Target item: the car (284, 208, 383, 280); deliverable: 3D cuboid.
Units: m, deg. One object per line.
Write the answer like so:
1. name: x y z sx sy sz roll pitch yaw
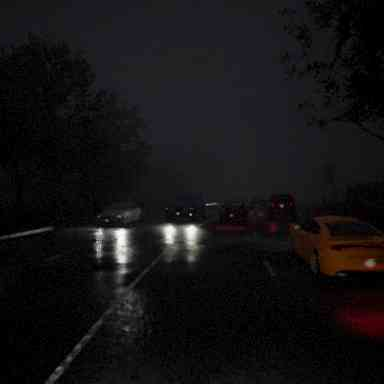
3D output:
1. car: 4.264 1.460 9.994 1.882 1.535 5.008 0 0 5

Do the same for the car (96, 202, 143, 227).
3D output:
1. car: -4.688 1.440 22.333 1.812 1.442 4.674 0 0 11

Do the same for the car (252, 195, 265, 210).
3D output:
1. car: 8.528 1.393 41.983 2.128 1.511 4.902 0 0 20

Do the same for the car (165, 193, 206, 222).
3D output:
1. car: -0.371 1.139 25.912 2.150 2.045 5.566 0 0 13

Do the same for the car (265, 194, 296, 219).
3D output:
1. car: 7.728 1.163 28.558 2.150 2.045 5.566 0 0 15

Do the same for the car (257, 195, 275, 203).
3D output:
1. car: 14.351 1.358 64.283 2.128 1.511 4.902 0 0 26

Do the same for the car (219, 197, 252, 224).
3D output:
1. car: 3.193 1.413 24.720 1.882 1.535 5.008 0 0 13
